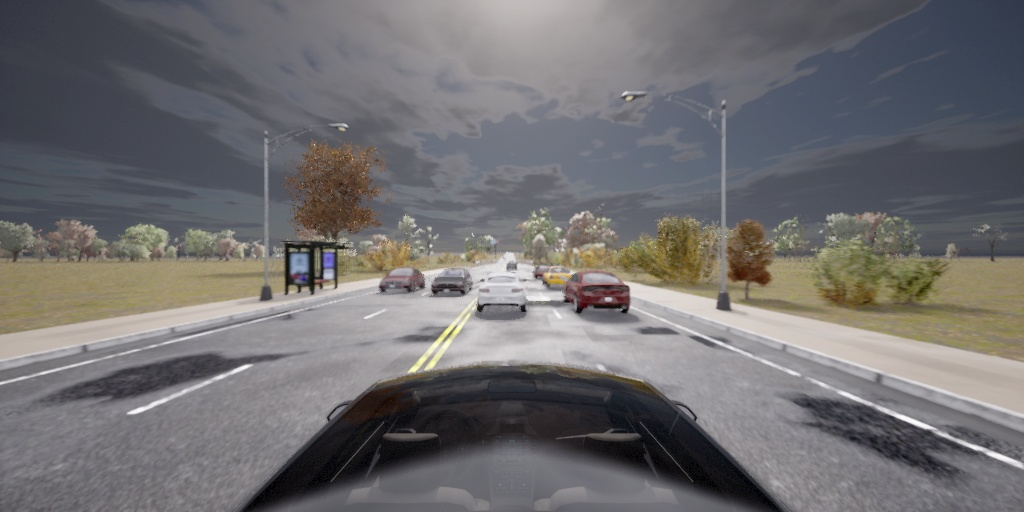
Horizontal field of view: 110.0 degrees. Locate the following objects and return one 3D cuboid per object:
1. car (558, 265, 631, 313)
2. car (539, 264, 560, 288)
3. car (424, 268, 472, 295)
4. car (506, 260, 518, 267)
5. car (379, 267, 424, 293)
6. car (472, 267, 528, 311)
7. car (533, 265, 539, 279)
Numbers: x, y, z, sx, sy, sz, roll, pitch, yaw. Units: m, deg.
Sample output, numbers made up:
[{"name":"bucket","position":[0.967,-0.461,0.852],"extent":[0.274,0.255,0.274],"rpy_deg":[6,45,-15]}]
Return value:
[{"name":"car","position":[3.237,1.318,14.515],"extent":[1.882,1.535,5.008],"rpy_deg":[0,0,0]},{"name":"car","position":[3.223,1.373,25.705],"extent":[1.801,1.575,5.366],"rpy_deg":[0,0,0]},{"name":"car","position":[-3.370,1.435,21.116],"extent":[2.033,1.411,5.357],"rpy_deg":[0,0,0]},{"name":"car","position":[-0.005,1.634,61.950],"extent":[2.128,1.511,4.902],"rpy_deg":[0,0,0]},{"name":"car","position":[-6.618,1.421,22.128],"extent":[1.812,1.442,4.674],"rpy_deg":[0,0,0]},{"name":"car","position":[-0.340,1.369,14.854],"extent":[1.812,1.442,4.674],"rpy_deg":[0,0,1]},{"name":"car","position":[3.209,1.550,36.515],"extent":[1.994,1.385,4.181],"rpy_deg":[0,0,0]}]
